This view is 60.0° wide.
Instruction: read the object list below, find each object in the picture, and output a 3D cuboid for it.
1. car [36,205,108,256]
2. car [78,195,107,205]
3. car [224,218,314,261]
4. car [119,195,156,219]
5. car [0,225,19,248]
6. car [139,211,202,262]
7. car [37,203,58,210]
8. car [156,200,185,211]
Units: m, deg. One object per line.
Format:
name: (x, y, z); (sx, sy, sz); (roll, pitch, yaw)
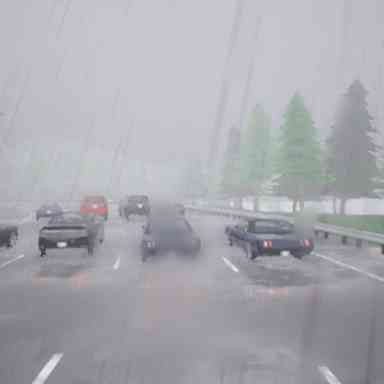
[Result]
car: (-4.632, 1.510, 13.274); (2.128, 1.511, 4.902); (0, 0, -9)
car: (-8.498, 1.263, 28.602); (2.150, 2.045, 5.566); (0, 0, -20)
car: (2.583, 1.615, 12.465); (1.895, 1.301, 4.718); (0, 0, -8)
car: (-5.094, 1.262, 29.432); (2.150, 2.045, 5.566); (0, 0, -20)
car: (-7.919, 1.620, 11.851); (1.895, 1.301, 4.718); (0, 0, -8)
car: (-0.920, 1.616, 12.251); (1.895, 1.301, 4.718); (0, 0, -8)
car: (-12.457, 1.606, 29.093); (1.994, 1.385, 4.181); (0, 0, -21)
car: (-2.160, 1.531, 31.434); (2.128, 1.511, 4.902); (0, 0, -21)
